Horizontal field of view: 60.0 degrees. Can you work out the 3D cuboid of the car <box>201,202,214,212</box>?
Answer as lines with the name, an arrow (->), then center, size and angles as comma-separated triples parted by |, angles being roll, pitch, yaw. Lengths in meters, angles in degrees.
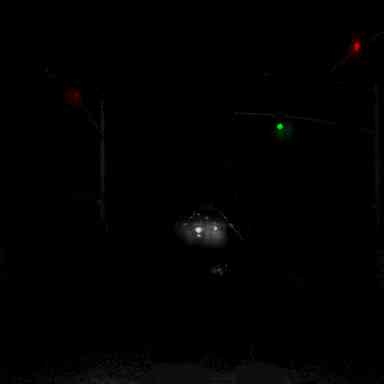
car -> 2.252, 2.187, 48.797 | 1.895, 1.301, 4.718 | 0, -1, 3

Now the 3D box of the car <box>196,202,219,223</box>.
car -> 1.341, 1.867, 29.507 | 1.812, 1.442, 4.674 | 0, -1, 3

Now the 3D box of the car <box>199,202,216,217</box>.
car -> 1.766, 1.963, 38.662 | 1.837, 1.490, 4.892 | 0, -1, 3
